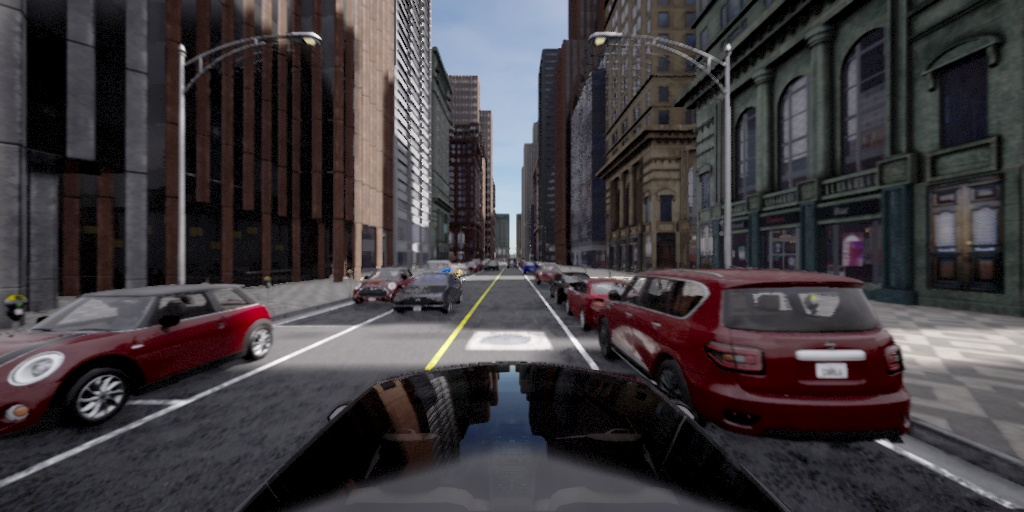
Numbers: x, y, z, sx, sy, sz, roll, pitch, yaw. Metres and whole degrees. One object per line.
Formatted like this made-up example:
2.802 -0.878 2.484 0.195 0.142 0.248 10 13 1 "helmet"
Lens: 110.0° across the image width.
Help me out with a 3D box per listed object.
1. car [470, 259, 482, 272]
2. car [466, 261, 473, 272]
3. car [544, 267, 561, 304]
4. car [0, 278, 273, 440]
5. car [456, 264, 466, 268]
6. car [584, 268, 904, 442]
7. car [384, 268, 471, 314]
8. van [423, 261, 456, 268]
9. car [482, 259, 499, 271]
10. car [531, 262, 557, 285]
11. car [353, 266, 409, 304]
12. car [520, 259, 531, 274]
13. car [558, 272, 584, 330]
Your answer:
-5.747 1.470 50.564 1.967 1.591 4.097 0 0 0 "car"
-5.750 1.513 39.291 2.007 1.370 4.403 0 0 0 "car"
2.767 1.400 16.752 1.948 1.339 4.313 0 0 0 "car"
-5.761 1.211 5.473 1.967 1.591 4.097 0 0 0 "car"
-5.752 1.455 33.485 1.751 1.417 4.829 0 0 0 "car"
2.764 1.086 5.479 2.192 1.841 5.009 0 0 0 "car"
-3.097 1.368 14.393 2.033 1.411 5.357 0 0 0 "car"
-5.754 1.238 28.019 1.690 1.789 3.998 0 0 0 "van"
-3.045 1.410 55.099 2.097 1.767 4.553 0 0 0 "car"
2.771 1.337 28.023 1.967 1.591 4.097 0 0 0 "car"
-5.758 1.274 16.746 1.967 1.591 4.097 0 0 0 "car"
2.374 1.473 44.907 1.882 1.535 5.008 0 0 0 "car"
2.766 1.347 11.115 1.888 1.381 4.507 0 0 0 "car"
